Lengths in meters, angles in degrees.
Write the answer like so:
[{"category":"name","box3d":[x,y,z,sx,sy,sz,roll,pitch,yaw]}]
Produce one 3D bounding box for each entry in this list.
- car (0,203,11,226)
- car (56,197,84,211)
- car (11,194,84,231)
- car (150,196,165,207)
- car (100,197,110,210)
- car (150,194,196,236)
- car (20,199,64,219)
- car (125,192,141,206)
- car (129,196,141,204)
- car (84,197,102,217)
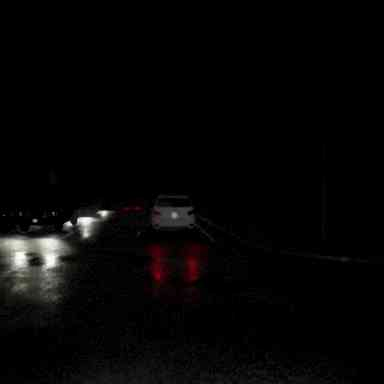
[{"category":"car","box3d":[-11.964,1.403,19.688,1.882,1.535,5.008,0,0,-6]},{"category":"car","box3d":[-14.480,1.408,39.734,2.033,1.411,5.357,0,0,-8]},{"category":"car","box3d":[-8.506,1.138,20.255,2.150,2.045,5.566,0,0,-5]},{"category":"car","box3d":[-5.288,1.382,49.974,2.033,1.411,5.357,0,0,-8]},{"category":"car","box3d":[-10.985,1.330,40.015,1.882,1.535,5.008,0,0,-8]},{"category":"car","box3d":[-1.081,1.136,18.116,2.150,2.045,5.566,0,0,-6]},{"category":"car","box3d":[-13.107,1.431,29.450,2.033,1.411,5.357,0,0,-7]},{"category":"car","box3d":[-8.760,1.064,49.528,2.150,2.045,5.566,0,0,-8]},{"category":"car","box3d":[-10.157,1.425,59.817,1.994,1.385,4.181,0,0,-7]},{"category":"car","box3d":[-9.605,1.440,29.608,1.994,1.385,4.181,0,0,-7]}]
